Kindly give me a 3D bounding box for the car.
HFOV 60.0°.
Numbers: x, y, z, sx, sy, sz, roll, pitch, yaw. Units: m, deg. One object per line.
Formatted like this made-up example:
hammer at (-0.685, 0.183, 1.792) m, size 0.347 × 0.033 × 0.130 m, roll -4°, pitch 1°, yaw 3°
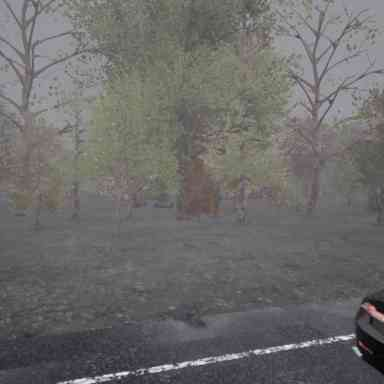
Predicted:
car at (4.235, 1.492, 3.797) m, size 4.902 × 1.511 × 2.128 m, roll 0°, pitch 0°, yaw -18°
